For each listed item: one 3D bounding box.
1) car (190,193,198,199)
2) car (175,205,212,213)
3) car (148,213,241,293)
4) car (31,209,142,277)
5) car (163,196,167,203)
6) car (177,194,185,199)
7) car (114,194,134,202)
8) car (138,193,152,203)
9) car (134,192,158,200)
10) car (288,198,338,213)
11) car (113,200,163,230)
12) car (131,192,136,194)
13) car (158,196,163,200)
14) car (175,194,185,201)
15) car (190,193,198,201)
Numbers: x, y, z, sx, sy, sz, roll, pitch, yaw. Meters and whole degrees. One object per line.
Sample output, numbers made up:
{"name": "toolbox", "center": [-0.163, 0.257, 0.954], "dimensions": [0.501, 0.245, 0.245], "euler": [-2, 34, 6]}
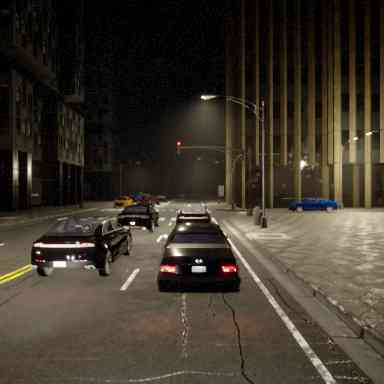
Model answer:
{"name": "car", "center": [0.454, 1.117, 87.546], "dimensions": [2.128, 1.511, 4.902], "euler": [0, 0, 0]}
{"name": "car", "center": [0.095, 1.476, 18.724], "dimensions": [2.128, 1.511, 4.902], "euler": [0, 0, 0]}
{"name": "car", "center": [0.145, 1.544, 8.980], "dimensions": [2.033, 1.411, 5.357], "euler": [0, 0, 0]}
{"name": "car", "center": [-3.099, 1.487, 10.255], "dimensions": [2.128, 1.511, 4.902], "euler": [0, 0, 0]}
{"name": "car", "center": [-6.190, 1.443, 66.327], "dimensions": [1.895, 1.301, 4.718], "euler": [0, 0, 1]}
{"name": "car", "center": [-2.796, 1.187, 87.594], "dimensions": [1.895, 1.301, 4.718], "euler": [0, 0, 0]}
{"name": "car", "center": [-9.608, 1.394, 46.546], "dimensions": [1.882, 1.535, 5.008], "euler": [0, 0, 0]}
{"name": "car", "center": [-9.429, 1.191, 66.999], "dimensions": [2.097, 1.767, 4.553], "euler": [0, 0, 1]}
{"name": "car", "center": [-6.332, 1.271, 45.991], "dimensions": [2.097, 1.767, 4.553], "euler": [0, 0, -1]}
{"name": "car", "center": [12.715, 1.369, 35.075], "dimensions": [5.008, 1.535, 1.882], "euler": [0, 0, 1]}
{"name": "car", "center": [-3.052, 1.460, 19.631], "dimensions": [1.882, 1.535, 5.008], "euler": [0, 0, 0]}
{"name": "car", "center": [-9.542, 1.102, 56.486], "dimensions": [2.150, 2.045, 5.566], "euler": [0, 0, 1]}
{"name": "car", "center": [-6.314, 1.451, 54.617], "dimensions": [1.994, 1.385, 4.181], "euler": [0, 0, 0]}
{"name": "car", "center": [-2.851, 1.316, 77.142], "dimensions": [2.128, 1.511, 4.902], "euler": [0, 0, 0]}
{"name": "car", "center": [0.399, 1.291, 77.124], "dimensions": [1.837, 1.490, 4.892], "euler": [0, 0, 0]}
